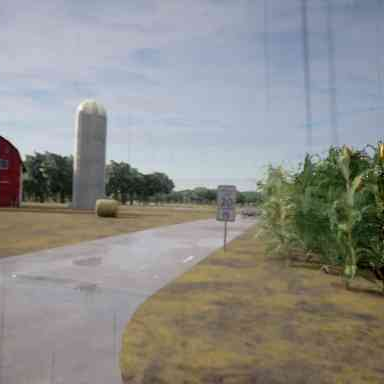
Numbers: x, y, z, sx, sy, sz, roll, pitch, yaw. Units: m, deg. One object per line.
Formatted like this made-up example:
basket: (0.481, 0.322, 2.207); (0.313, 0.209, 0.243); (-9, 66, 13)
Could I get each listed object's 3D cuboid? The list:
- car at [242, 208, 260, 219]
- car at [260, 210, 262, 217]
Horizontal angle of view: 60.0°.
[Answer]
car: (8.197, 3.055, 47.212); (1.837, 1.490, 4.892); (2, -2, 16)
car: (10.970, 3.581, 57.105); (1.895, 1.301, 4.718); (2, -2, 17)
